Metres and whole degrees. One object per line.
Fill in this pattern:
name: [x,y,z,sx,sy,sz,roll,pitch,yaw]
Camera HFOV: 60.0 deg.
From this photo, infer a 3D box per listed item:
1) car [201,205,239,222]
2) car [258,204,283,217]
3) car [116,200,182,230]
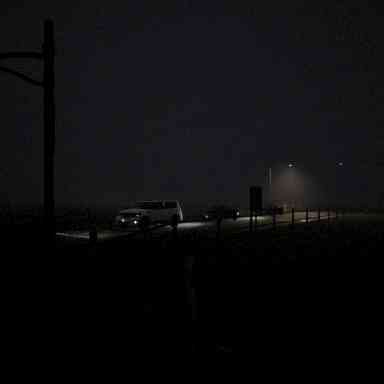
car: [2.807,2.067,32.560,2.128,1.511,4.902,0,-1,36]
car: [10.051,2.306,42.461,2.128,1.511,4.902,0,-1,36]
car: [-3.000,1.607,24.616,2.150,2.045,5.566,0,-1,36]
